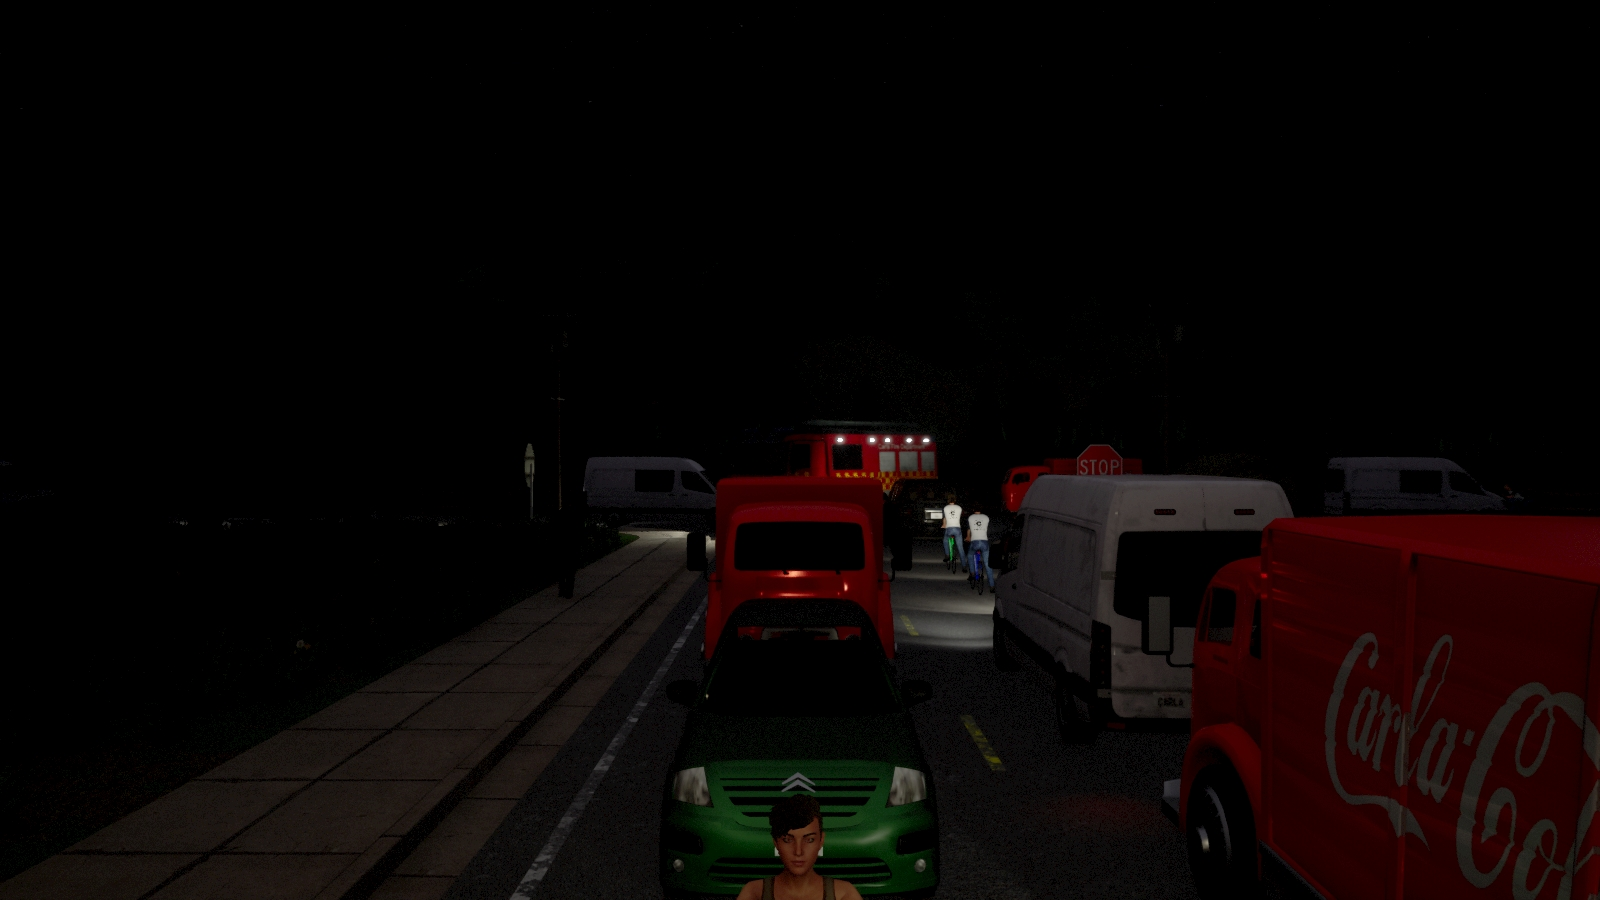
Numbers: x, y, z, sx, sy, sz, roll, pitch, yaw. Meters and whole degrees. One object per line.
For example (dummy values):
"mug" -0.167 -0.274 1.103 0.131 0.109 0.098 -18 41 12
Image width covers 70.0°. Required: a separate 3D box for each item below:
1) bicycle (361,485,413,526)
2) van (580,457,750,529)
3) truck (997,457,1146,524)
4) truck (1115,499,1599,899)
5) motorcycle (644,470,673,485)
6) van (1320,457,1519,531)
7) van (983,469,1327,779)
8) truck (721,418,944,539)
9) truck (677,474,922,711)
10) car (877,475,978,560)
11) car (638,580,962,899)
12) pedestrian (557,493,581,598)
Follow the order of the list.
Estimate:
"bicycle" -15.248 2.051 42.203 1.835 1.471 0.329 0 0 3
"van" -4.861 1.527 41.713 5.915 2.561 1.988 0 0 3
"truck" 10.473 1.553 44.443 5.204 2.467 2.627 -1 0 2
"truck" 3.501 1.572 5.334 2.627 2.467 5.204 0 0 0
"motorcycle" -11.450 2.224 92.284 2.209 1.251 0.867 0 0 6
"van" 21.821 1.524 40.420 5.915 2.561 1.988 0 0 3
"van" 3.517 1.543 12.749 1.988 2.561 5.915 0 0 0
"truck" 1.344 0.900 40.218 2.891 3.827 8.468 0 0 44
"truck" -0.012 1.582 14.850 2.627 2.467 5.204 0 0 0
"car" 3.475 1.799 32.193 2.150 2.045 5.566 0 0 -1
"car" -0.002 2.006 8.512 1.851 1.617 3.988 0 0 0
"pedestrian" -4.136 1.707 20.494 0.375 1.860 0.375 0 0 -4
